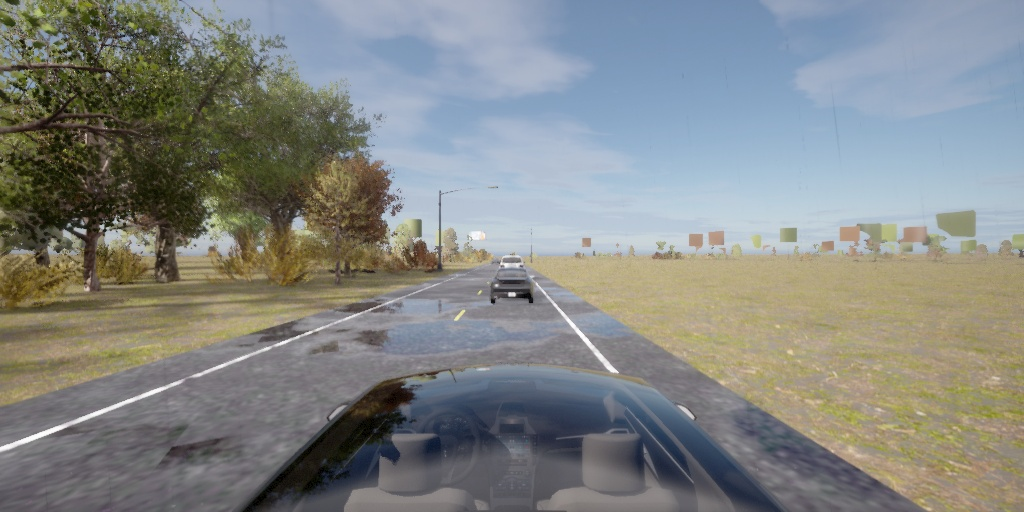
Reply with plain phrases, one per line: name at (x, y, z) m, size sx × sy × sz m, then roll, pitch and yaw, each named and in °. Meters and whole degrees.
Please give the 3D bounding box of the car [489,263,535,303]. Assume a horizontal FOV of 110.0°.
car at (0.000, 1.264, 16.500) m, size 1.837 × 1.490 × 4.892 m, roll 0°, pitch 0°, yaw 0°

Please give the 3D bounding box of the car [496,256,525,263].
car at (0.000, 1.005, 31.530) m, size 2.150 × 2.045 × 5.566 m, roll 0°, pitch 0°, yaw 0°
